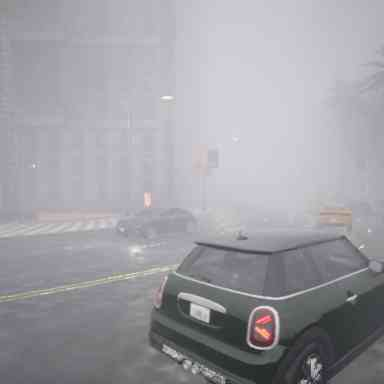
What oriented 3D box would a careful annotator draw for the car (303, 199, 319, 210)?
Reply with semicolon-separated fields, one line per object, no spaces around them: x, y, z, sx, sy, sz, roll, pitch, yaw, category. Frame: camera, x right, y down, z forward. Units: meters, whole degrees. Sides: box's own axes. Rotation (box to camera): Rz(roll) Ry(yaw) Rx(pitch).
13.433;1.458;36.176;1.882;1.535;5.008;0;0;7;car

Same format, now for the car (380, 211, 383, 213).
11.663;1.485;18.361;2.128;1.511;4.902;0;0;27;car

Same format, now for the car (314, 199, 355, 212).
9.209;1.467;21.301;1.882;1.535;5.008;0;0;26;car

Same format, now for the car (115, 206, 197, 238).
-1.669;1.492;16.968;1.837;1.490;4.892;0;0;38;car

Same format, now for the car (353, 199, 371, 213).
16.699;1.476;34.176;2.128;1.511;4.902;0;0;8;car

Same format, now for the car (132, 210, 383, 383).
1.637;1.349;5.106;4.553;1.767;2.097;0;0;-43;car
